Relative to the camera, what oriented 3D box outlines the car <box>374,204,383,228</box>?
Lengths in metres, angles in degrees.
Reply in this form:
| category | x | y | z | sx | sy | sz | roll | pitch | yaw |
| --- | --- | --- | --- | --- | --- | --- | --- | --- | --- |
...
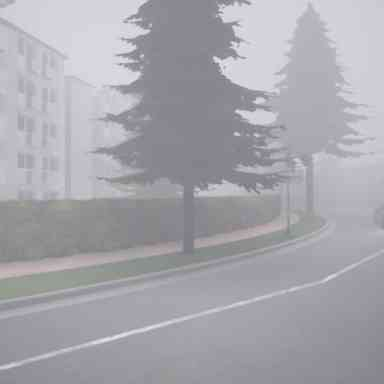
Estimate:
| category | x | y | z | sx | sy | sz | roll | pitch | yaw |
| --- | --- | --- | --- | --- | --- | --- | --- | --- | --- |
| car | 13.515 | 1.542 | 22.347 | 1.882 | 1.535 | 5.008 | 0 | 0 | 22 |
